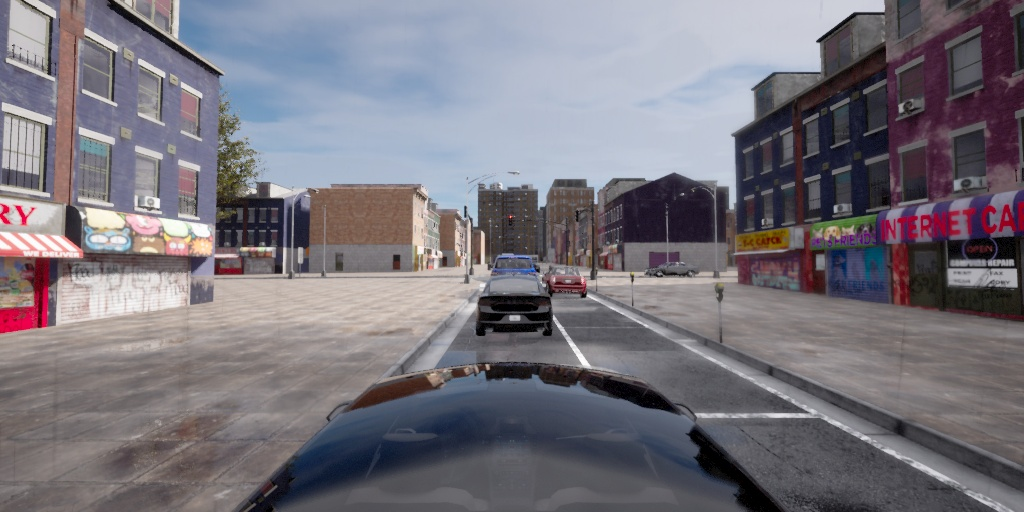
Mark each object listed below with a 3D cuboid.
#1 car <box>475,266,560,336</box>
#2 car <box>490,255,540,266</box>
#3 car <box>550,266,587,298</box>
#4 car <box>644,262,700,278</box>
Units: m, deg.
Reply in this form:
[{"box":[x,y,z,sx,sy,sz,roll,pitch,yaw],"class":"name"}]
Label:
[{"box":[0.033,1.235,10.483,1.882,1.535,5.008,0,0,-1],"class":"car"},{"box":[0.063,0.992,18.035,2.150,2.045,5.566,0,0,0],"class":"car"},{"box":[2.610,1.210,18.724,1.967,1.591,4.097,0,0,0],"class":"car"},{"box":[14.940,1.314,33.571,4.902,1.511,2.128,0,-2,0],"class":"car"}]
